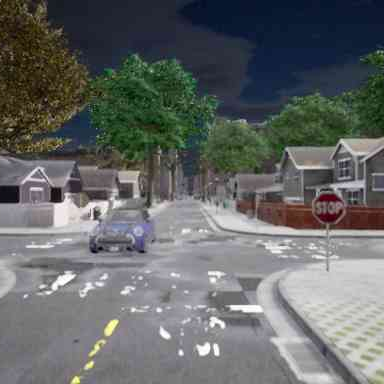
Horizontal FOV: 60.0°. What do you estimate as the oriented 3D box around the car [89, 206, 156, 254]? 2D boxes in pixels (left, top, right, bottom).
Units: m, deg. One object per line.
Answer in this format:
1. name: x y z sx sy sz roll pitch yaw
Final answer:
1. car: -2.756 1.454 14.059 2.097 1.767 4.553 0 -1 0
